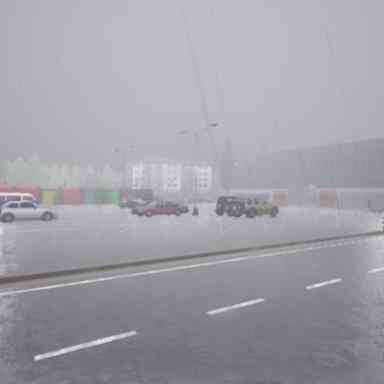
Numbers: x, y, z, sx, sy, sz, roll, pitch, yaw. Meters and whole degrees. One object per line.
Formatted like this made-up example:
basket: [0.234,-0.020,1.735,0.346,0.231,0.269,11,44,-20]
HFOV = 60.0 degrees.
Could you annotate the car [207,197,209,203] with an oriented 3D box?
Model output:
car: [3.465,1.886,77.136,1.812,1.442,4.674,1,0,-34]

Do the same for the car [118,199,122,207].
car: [-9.041,1.598,50.206,3.806,1.475,1.970,1,0,-35]

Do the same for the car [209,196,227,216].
car: [4.004,1.359,31.850,3.866,1.878,1.905,1,0,-35]

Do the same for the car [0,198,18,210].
car: [-23.280,1.403,40.090,3.905,1.438,1.784,1,0,-35]

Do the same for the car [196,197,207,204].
car: [0.560,1.807,75.185,1.882,1.535,5.008,1,0,-34]

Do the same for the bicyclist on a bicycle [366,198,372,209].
bicyclist on a bicycle: [26.735,1.779,50.324,1.656,1.620,0.582,0,0,-34]

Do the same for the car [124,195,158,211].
car: [-7.374,1.359,47.839,3.866,1.878,1.905,1,0,-35]

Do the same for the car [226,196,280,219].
car: [5.633,1.355,29.457,4.605,1.855,1.932,1,0,-35]

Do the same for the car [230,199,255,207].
car: [9.363,2.008,62.064,1.895,1.301,4.718,1,0,-34]

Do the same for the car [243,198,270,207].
car: [12.334,1.988,63.917,2.033,1.411,5.357,1,0,-34]

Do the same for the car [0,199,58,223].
car: [-11.812,1.434,23.956,3.806,1.475,1.970,1,0,-35]

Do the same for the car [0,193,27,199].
car: [-21.655,1.192,37.691,4.605,1.855,1.932,1,0,-35]

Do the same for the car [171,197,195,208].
car: [-1.660,1.910,65.916,1.994,1.385,4.181,1,0,-34]
